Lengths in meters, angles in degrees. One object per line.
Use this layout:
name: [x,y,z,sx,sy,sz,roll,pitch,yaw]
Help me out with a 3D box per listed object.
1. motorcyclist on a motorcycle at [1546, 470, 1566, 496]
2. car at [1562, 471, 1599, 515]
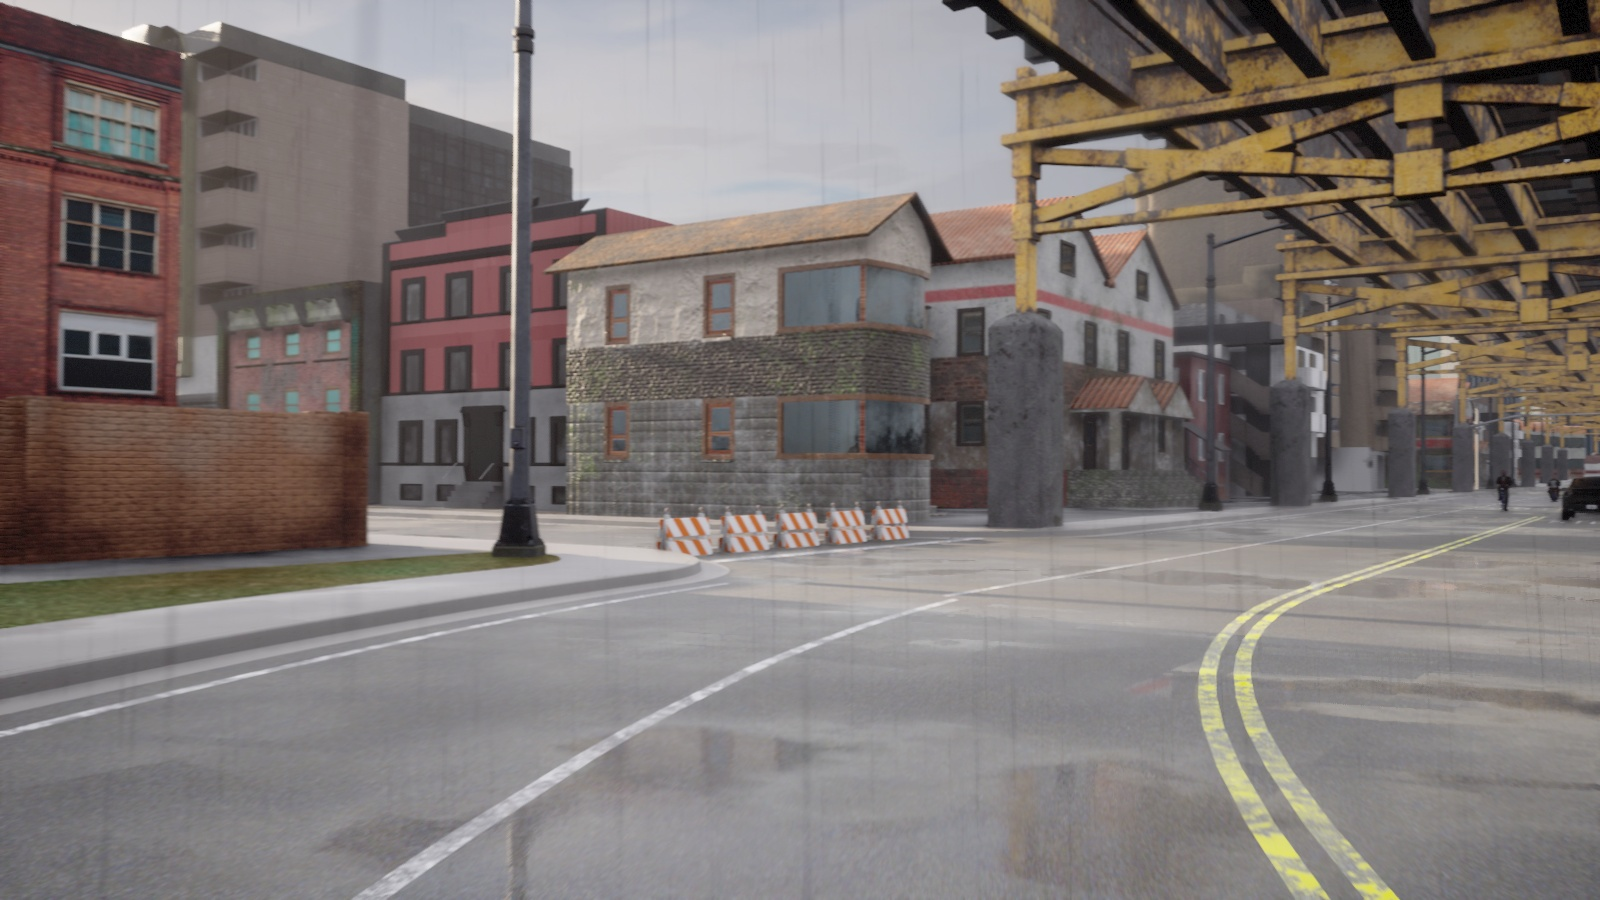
motorcyclist on a motorcycle: [45.277,1.994,75.191,0.866,1.530,2.191,-1,-1,35]
car: [28.292,1.494,44.578,1.837,1.490,4.892,-1,-1,35]
